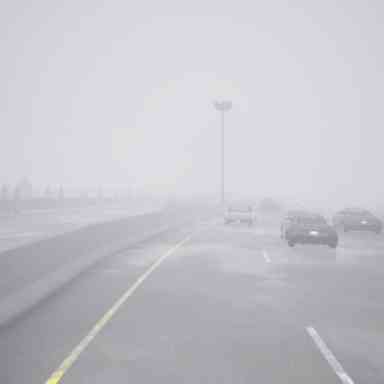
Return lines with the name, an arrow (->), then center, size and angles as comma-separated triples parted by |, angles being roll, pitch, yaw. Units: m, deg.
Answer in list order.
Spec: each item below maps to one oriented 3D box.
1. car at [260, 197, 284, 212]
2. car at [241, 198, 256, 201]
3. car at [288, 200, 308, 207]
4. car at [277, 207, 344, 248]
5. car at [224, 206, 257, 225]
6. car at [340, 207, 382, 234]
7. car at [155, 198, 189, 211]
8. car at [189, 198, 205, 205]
car -> 9.629, 1.414, 39.827 | 2.097, 1.767, 4.553 | 0, 0, 25
car -> 9.237, 1.615, 53.891 | 2.033, 1.411, 5.357 | 0, 0, 33
car -> 11.229, 1.593, 35.071 | 1.812, 1.442, 4.674 | 0, 0, 23
car -> 5.193, 1.595, 15.153 | 1.994, 1.385, 4.181 | 0, 0, 10
car -> 3.608, 1.629, 24.076 | 1.895, 1.301, 4.718 | 0, 0, 15
car -> 9.794, 1.618, 19.983 | 1.994, 1.385, 4.181 | 0, 0, 14
car -> -2.589, 1.499, 38.740 | 2.128, 1.511, 4.902 | 0, 0, 23
car -> 0.426, 1.592, 52.807 | 1.994, 1.385, 4.181 | 0, 0, 30
